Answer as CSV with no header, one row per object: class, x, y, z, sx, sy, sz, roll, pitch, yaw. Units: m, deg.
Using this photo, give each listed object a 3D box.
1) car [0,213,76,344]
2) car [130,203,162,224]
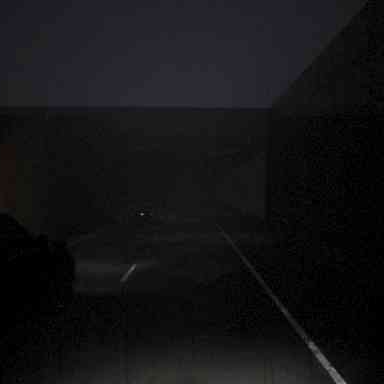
car,-3.425,1.229,4.374,2.150,2.045,5.566,0,0,0
car,-3.412,1.578,25.341,2.033,1.411,5.357,0,0,0
